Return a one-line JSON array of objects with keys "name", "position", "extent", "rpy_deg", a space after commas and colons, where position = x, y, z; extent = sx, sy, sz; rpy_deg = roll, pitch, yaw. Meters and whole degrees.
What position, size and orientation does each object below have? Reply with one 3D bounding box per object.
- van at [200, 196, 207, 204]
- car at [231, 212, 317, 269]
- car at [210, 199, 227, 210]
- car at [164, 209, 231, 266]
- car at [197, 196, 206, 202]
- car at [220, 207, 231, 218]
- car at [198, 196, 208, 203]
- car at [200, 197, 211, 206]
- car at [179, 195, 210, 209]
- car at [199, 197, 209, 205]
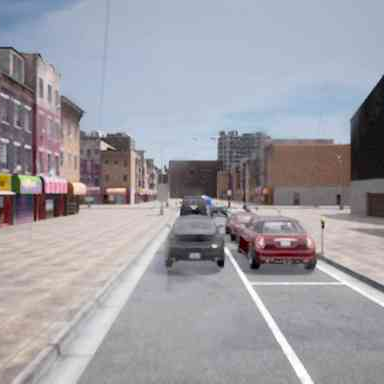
[{"name": "van", "position": [2.645, 1.834, 77.449], "extent": [1.690, 1.788, 3.998], "rpy_deg": [0, 0, 0]}, {"name": "car", "position": [2.639, 1.494, 11.303], "extent": [1.967, 1.590, 4.097], "rpy_deg": [0, 0, 0]}, {"name": "car", "position": [2.641, 1.734, 34.020], "extent": [2.008, 1.369, 4.403], "rpy_deg": [0, 0, 0]}, {"name": "car", "position": [0.086, 1.560, 11.702], "extent": [1.837, 1.490, 4.892], "rpy_deg": [0, -1, 0]}, {"name": "car", "position": [2.647, 1.934, 93.875], "extent": [2.192, 1.841, 5.009], "rpy_deg": [0, 0, 0]}, {"name": "car", "position": [2.639, 1.664, 16.983], "extent": [1.802, 1.307, 4.206], "rpy_deg": [0, 0, 0]}, {"name": "car", "position": [2.645, 1.849, 82.923], "extent": [2.192, 1.841, 5.009], "rpy_deg": [0, -1, 0]}, {"name": "car", "position": [2.644, 1.851, 66.498], "extent": [1.967, 1.590, 4.097], "rpy_deg": [0, 0, 0]}, {"name": "car", "position": [0.090, 1.368, 28.260], "extent": [2.150, 2.045, 5.566], "rpy_deg": [0, 0, -1]}, {"name": "car", "position": [2.645, 1.891, 71.973], "extent": [1.967, 1.590, 4.097], "rpy_deg": [0, 0, 0]}]
